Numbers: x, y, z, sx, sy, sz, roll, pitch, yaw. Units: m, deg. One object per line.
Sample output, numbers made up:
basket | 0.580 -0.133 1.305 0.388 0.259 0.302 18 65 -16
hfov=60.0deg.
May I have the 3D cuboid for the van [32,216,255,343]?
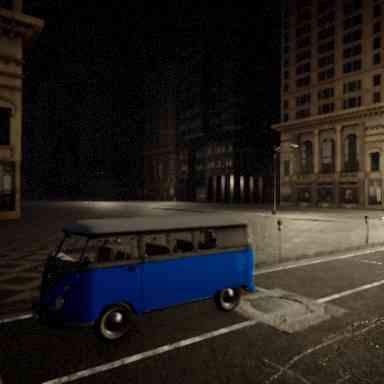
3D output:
van | -0.637 1.372 6.200 3.998 1.788 1.690 1 -1 -36
